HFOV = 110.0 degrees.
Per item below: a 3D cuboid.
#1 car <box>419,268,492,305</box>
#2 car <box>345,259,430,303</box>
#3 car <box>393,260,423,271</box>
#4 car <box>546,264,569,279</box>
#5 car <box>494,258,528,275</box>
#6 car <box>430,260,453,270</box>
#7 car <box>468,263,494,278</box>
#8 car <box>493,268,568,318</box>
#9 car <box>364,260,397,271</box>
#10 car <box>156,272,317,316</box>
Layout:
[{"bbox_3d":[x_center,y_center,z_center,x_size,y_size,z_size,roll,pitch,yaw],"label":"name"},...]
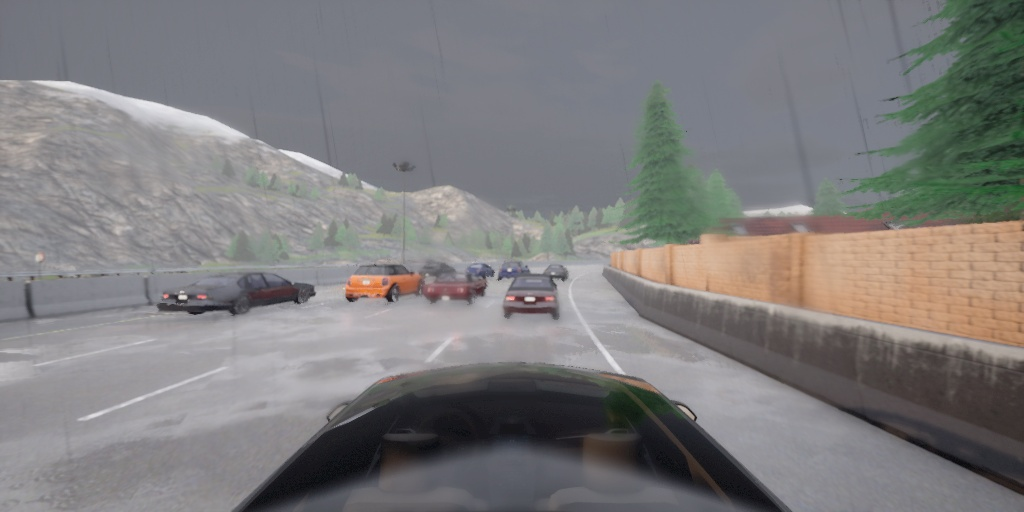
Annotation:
[{"bbox_3d":[-2.371,1.391,16.427,1.895,1.301,4.718,0,0,6],"label":"car"},{"bbox_3d":[-5.802,1.132,16.966,2.097,1.767,4.553,0,0,6],"label":"car"},{"bbox_3d":[-15.460,1.375,53.743,1.837,1.490,4.892,0,-1,19],"label":"car"},{"bbox_3d":[3.977,1.430,32.188,1.994,1.385,4.181,0,0,13],"label":"car"},{"bbox_3d":[0.263,1.203,31.632,2.097,1.767,4.553,0,0,13],"label":"car"},{"bbox_3d":[-6.671,1.335,32.731,1.837,1.490,4.892,0,0,12],"label":"car"},{"bbox_3d":[-2.975,1.370,33.260,1.812,1.442,4.674,0,0,13],"label":"car"},{"bbox_3d":[0.786,1.339,13.152,2.033,1.411,5.357,0,0,6],"label":"car"},{"bbox_3d":[-19.397,1.330,53.025,1.882,1.535,5.008,0,0,18],"label":"car"},{"bbox_3d":[-9.736,1.302,13.352,2.033,1.411,5.357,0,0,5],"label":"car"}]
